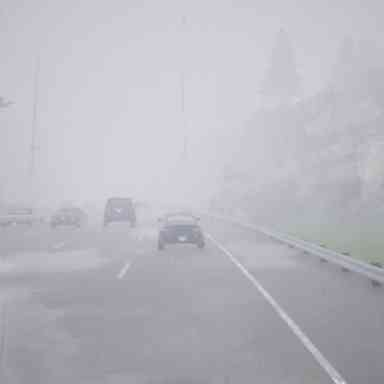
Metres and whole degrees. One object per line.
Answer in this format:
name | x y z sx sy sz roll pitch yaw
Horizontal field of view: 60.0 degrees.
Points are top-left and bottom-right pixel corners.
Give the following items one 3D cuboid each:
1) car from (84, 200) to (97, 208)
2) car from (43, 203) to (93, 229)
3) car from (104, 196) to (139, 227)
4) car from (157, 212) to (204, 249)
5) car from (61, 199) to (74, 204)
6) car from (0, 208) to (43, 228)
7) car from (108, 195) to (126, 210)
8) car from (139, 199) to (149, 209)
car | -17.076 2.035 55.795 1.895 1.301 4.718 0 0 -21
car | -8.584 1.745 23.533 2.033 1.411 5.357 -1 0 -9
car | -5.266 1.392 24.730 2.150 2.045 5.566 0 0 -9
car | -0.554 1.600 14.887 1.812 1.442 4.674 0 0 -5
car | -21.346 1.961 56.891 1.882 1.535 5.008 0 0 -22
car | -12.322 1.842 24.575 1.895 1.301 4.718 -1 0 -10
car | -11.247 1.569 49.887 2.150 2.045 5.566 0 0 -18
car | -7.674 1.788 50.044 1.882 1.535 5.008 0 0 -17
